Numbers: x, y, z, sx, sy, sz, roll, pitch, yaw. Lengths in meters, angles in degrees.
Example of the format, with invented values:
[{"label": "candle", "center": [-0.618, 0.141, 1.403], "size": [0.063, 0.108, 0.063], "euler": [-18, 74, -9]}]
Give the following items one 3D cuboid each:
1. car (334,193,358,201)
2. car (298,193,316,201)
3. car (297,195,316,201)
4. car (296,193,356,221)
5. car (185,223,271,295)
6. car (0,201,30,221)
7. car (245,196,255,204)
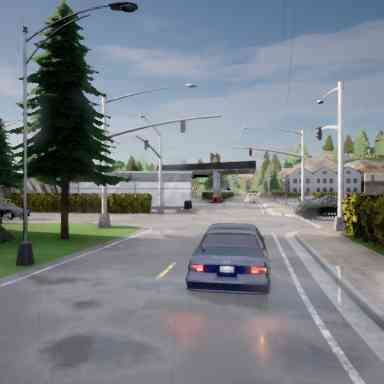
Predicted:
[{"label": "car", "center": [34.573, 1.097, 74.686], "size": [4.605, 1.855, 1.932], "euler": [0, 0, 10]}, {"label": "car", "center": [27.402, 1.077, 79.301], "size": [3.866, 1.878, 1.905], "euler": [0, 0, 10]}, {"label": "car", "center": [26.218, 1.361, 76.135], "size": [3.806, 1.475, 1.970], "euler": [0, 0, 10]}, {"label": "car", "center": [11.195, 1.221, 26.440], "size": [5.566, 2.045, 2.150], "euler": [0, 0, 10]}, {"label": "car", "center": [1.095, 1.547, 8.929], "size": [2.033, 1.411, 5.357], "euler": [0, 0, 10]}, {"label": "car", "center": [-15.735, 1.491, 27.255], "size": [4.902, 1.511, 2.128], "euler": [0, 0, 10]}, {"label": "car", "center": [11.235, 1.526, 64.808], "size": [1.812, 1.442, 4.674], "euler": [0, 0, 10]}]
